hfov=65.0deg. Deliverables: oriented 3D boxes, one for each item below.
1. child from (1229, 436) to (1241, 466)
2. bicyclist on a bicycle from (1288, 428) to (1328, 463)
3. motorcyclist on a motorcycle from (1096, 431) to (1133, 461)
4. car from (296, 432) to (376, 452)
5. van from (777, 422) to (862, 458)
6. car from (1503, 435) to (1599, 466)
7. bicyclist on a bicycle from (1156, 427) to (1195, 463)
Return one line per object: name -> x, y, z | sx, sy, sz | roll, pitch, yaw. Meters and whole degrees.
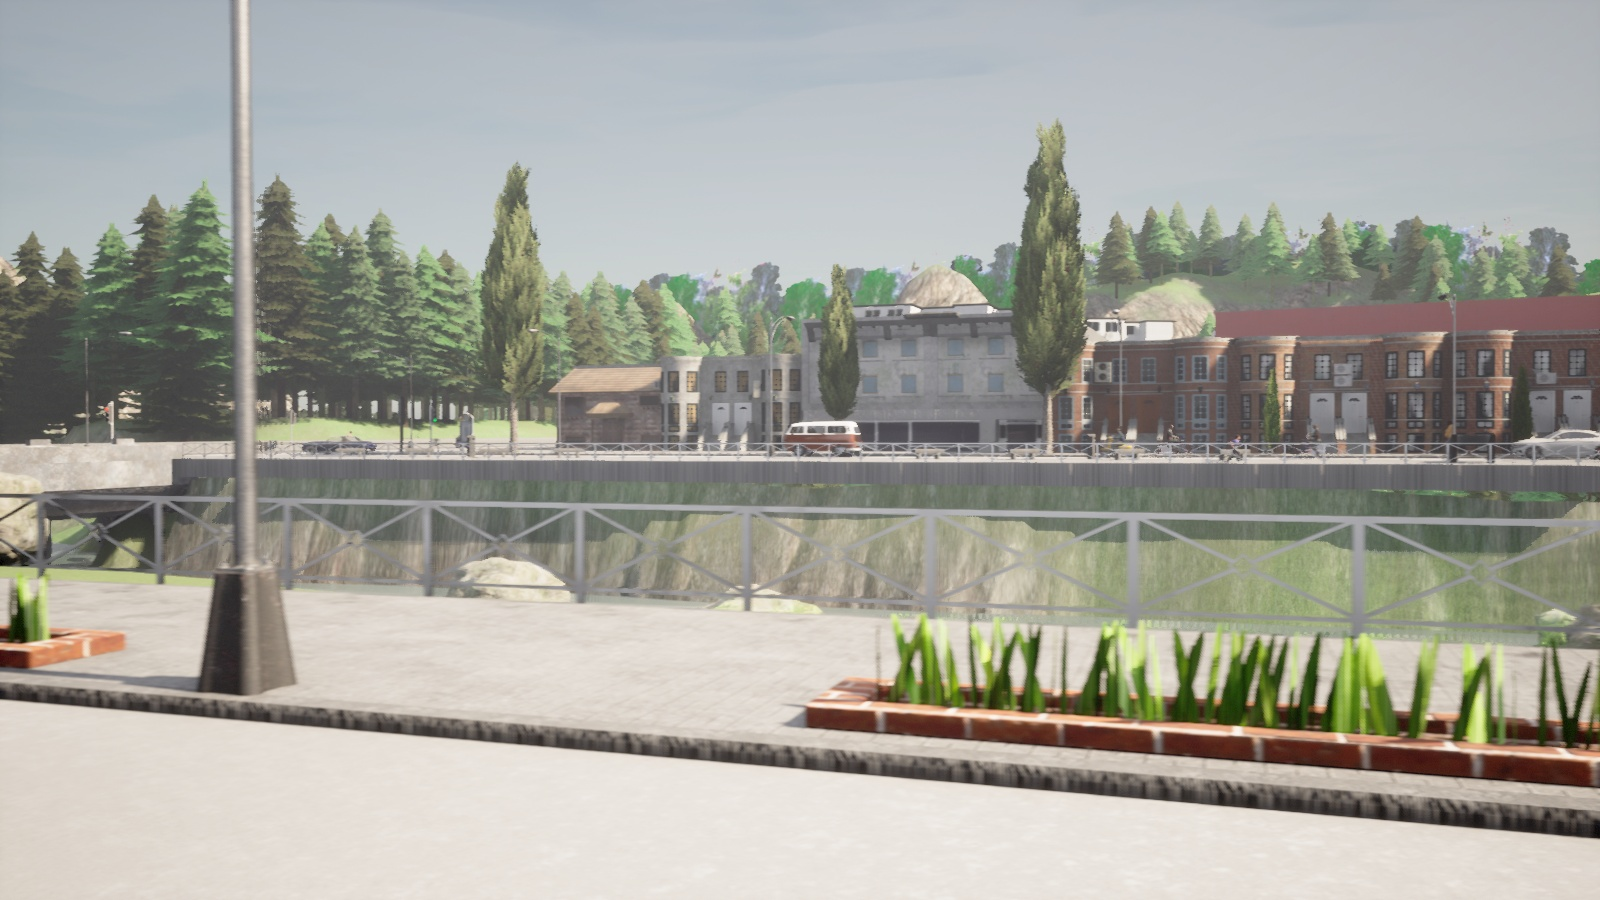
child -> 18.610, 0.026, 53.740 | 0.437, 1.263, 0.270 | 1, 1, 25
bicyclist on a bicycle -> 25.990, -0.234, 64.249 | 1.843, 1.776, 0.659 | 1, 1, 19
motorcyclist on a motorcycle -> 16.864, -0.235, 67.317 | 1.817, 1.590, 0.866 | 1, 1, 19
car -> -30.704, -0.521, 83.152 | 4.718, 1.301, 1.895 | 0, 1, 15
van -> 1.150, -0.608, 72.596 | 4.480, 2.038, 2.069 | 1, 1, 19
car -> 36.790, 0.020, 60.621 | 4.674, 1.442, 1.812 | 1, 1, 19
bicyclist on a bicycle -> 18.681, -0.233, 62.487 | 1.843, 1.776, 0.659 | 0, 1, 19
